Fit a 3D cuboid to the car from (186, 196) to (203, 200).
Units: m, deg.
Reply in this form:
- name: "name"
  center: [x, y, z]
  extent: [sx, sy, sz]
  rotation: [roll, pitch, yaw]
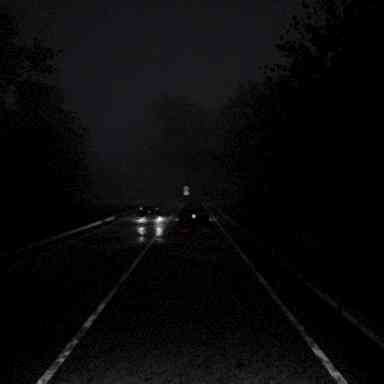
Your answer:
- name: "car"
  center: [0.219, 1.274, 40.335]
  extent: [2.128, 1.511, 4.902]
  rotation: [0, 0, 3]

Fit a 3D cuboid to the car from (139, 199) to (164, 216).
- name: "car"
  center: [-3.573, 1.363, 30.024]
  extent: [1.812, 1.442, 4.674]
  rotation: [0, 0, 0]

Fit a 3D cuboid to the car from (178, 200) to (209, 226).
- name: "car"
  center: [0.110, 1.442, 22.403]
  extent: [1.994, 1.385, 4.181]
  rotation: [0, 0, 0]
